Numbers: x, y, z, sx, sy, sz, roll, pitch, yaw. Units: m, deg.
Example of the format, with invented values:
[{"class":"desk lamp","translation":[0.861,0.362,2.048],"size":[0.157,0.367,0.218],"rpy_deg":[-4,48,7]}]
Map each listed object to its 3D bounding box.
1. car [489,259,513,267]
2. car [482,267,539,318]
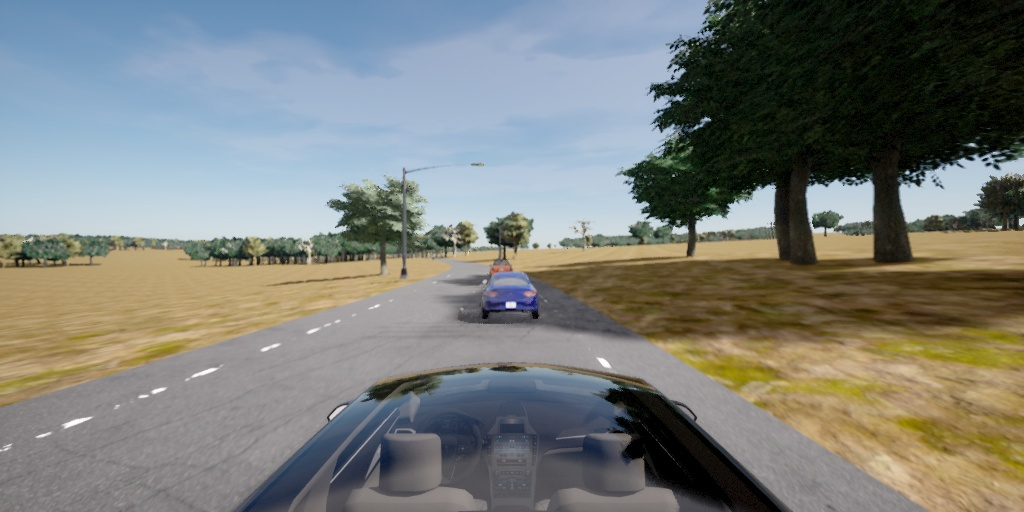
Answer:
[{"class":"car","translation":[-1.011,1.180,32.985],"size":[2.097,1.767,4.553],"rpy_deg":[0,0,-4]},{"class":"car","translation":[-0.085,1.287,12.870],"size":[1.812,1.442,4.674],"rpy_deg":[0,0,-1]}]
